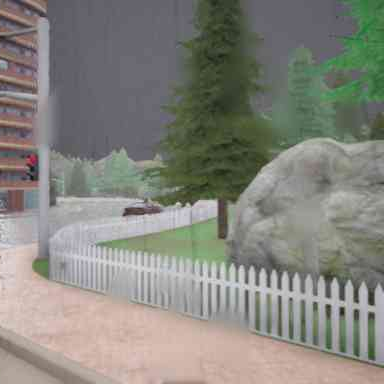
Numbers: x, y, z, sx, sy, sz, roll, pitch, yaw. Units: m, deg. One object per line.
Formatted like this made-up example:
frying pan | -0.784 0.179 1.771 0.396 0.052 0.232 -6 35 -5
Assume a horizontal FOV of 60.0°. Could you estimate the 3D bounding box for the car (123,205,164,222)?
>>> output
car | -3.763 1.530 26.978 1.882 1.535 5.008 0 0 16
